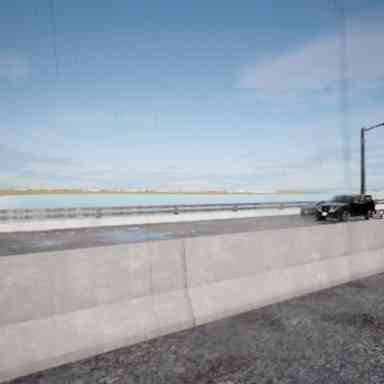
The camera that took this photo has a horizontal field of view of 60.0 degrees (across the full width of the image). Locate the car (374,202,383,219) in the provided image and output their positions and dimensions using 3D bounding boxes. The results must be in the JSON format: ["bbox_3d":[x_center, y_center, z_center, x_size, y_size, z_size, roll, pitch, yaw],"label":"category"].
[{"bbox_3d":[15.014,1.331,23.046,4.553,1.767,2.097,0,0,-35],"label":"car"}]

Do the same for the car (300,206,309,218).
[{"bbox_3d":[11.572,1.457,29.172,5.008,1.535,1.882,0,0,-35],"label":"car"}]

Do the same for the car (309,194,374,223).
[{"bbox_3d":[11.606,1.204,24.951,5.566,2.045,2.150,0,0,-34],"label":"car"}]
